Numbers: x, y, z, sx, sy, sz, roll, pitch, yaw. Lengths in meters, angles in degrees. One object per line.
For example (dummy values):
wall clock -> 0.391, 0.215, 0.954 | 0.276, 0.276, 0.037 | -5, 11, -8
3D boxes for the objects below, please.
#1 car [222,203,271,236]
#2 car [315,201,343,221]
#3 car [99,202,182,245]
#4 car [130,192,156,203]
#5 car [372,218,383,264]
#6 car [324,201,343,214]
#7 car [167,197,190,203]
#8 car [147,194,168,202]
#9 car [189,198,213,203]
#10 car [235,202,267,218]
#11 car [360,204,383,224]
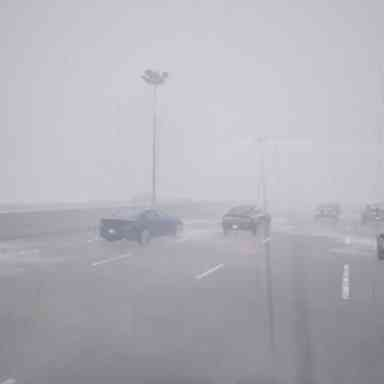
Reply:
car -> 3.227, 1.550, 18.992 | 2.128, 1.511, 4.902 | 1, 0, 25
car -> 11.875, 1.723, 29.062 | 2.033, 1.411, 5.357 | 1, 0, 26
car -> -2.200, 1.465, 15.720 | 1.882, 1.535, 5.008 | 1, 0, 25
car -> -7.676, 0.995, 53.387 | 2.150, 2.045, 5.566 | 1, 0, 25
car -> 6.574, 1.689, 9.722 | 1.895, 1.301, 4.718 | 1, 0, 25
car -> 16.932, 1.814, 39.709 | 1.994, 1.385, 4.181 | 1, 0, 25
car -> -1.346, 1.585, 50.413 | 1.837, 1.490, 4.892 | 1, 0, 25
car -> -4.518, 1.402, 51.886 | 1.895, 1.301, 4.718 | 1, 0, 25
car -> 1.802, 1.741, 48.885 | 1.895, 1.301, 4.718 | 1, 0, 25
car -> 5.850, 1.707, 32.688 | 1.895, 1.301, 4.718 | 1, 0, 25
car -> 14.227, 1.692, 25.846 | 2.128, 1.511, 4.902 | 1, 0, 25
